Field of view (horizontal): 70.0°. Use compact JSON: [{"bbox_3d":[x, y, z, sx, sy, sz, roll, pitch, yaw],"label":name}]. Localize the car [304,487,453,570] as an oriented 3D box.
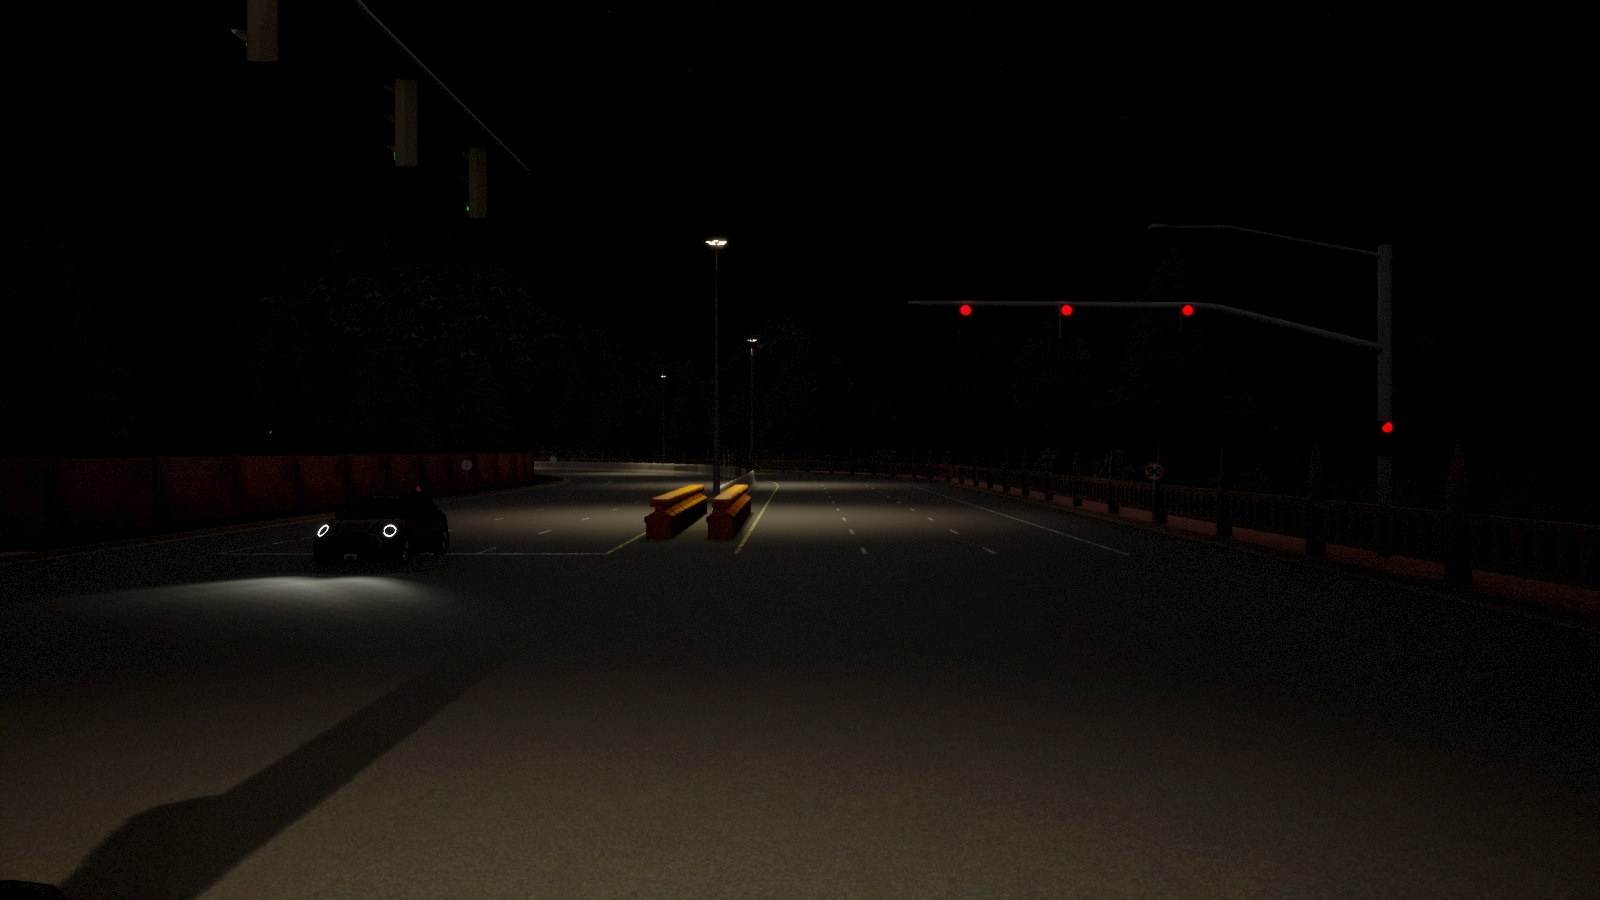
[{"bbox_3d":[-10.504,1.906,28.861,2.097,1.767,4.553,0,0,0],"label":"car"}]
